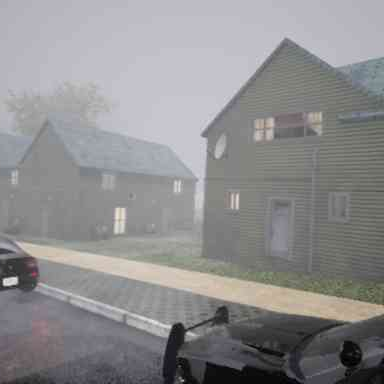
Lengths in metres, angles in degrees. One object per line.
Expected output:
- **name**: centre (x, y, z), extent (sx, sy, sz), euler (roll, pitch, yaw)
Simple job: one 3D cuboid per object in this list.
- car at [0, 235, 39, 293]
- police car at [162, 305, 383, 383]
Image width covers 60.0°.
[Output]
- **car**: centre (-5.741, 1.817, 8.694), extent (4.674, 1.442, 1.812), euler (-1, -3, 39)
- **police car**: centre (1.949, 1.568, 2.375), extent (5.238, 1.638, 1.930), euler (-1, -3, 40)
